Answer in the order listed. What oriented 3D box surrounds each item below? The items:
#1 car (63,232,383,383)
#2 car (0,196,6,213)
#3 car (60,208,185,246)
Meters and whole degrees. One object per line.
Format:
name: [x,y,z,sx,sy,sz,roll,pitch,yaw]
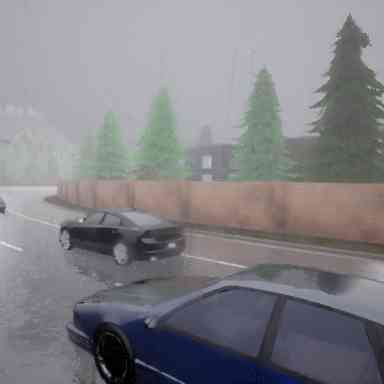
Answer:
car: [0.973,1.518,3.372,5.357,1.411,2.033,2,1,37]
car: [-14.878,0.779,24.320,2.033,1.411,5.357,1,1,-36]
car: [-2.396,1.243,10.734,5.008,1.535,1.882,2,1,41]
